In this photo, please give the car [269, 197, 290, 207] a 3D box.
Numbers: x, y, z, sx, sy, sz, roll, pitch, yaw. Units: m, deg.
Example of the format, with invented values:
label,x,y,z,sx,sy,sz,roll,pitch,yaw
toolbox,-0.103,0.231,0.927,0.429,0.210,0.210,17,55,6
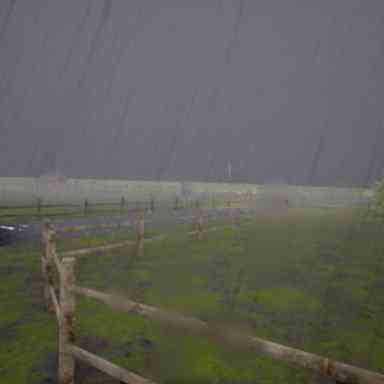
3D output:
label,x,y,z,sx,sy,sz,roll,pitch,yaw
car,13.426,1.480,50.804,1.994,1.385,4.181,3,1,35
